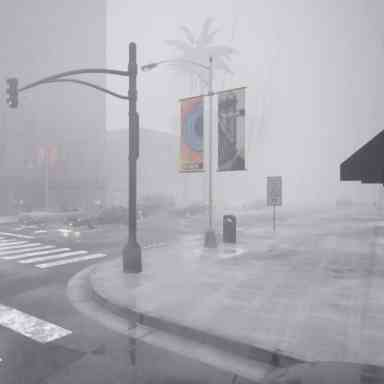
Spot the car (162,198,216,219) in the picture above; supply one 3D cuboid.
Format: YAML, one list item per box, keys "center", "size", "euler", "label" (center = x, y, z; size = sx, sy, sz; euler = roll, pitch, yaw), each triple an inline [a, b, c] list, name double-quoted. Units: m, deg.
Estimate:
- center: [-0.170, 1.515, 30.353]
  size: [1.882, 1.535, 5.008]
  euler: [0, 0, 35]
  label: "car"

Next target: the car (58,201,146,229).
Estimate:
- center: [-5.836, 1.568, 22.328]
  size: [2.033, 1.411, 5.357]
  euler: [0, 0, 35]
  label: "car"

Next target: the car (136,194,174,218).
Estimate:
- center: [-3.720, 1.252, 30.963]
  size: [2.150, 2.045, 5.566]
  euler: [0, 0, 35]
  label: "car"

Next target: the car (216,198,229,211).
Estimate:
- center: [2.662, 1.531, 39.983]
  size: [1.882, 1.535, 5.008]
  euler: [0, 0, 35]
  label: "car"

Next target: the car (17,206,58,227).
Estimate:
- center: [-9.356, 1.615, 22.989]
  size: [1.895, 1.301, 4.718]
  euler: [0, 0, 35]
  label: "car"

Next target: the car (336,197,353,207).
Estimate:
- center: [24.756, 1.620, 54.043]
  size: [2.128, 1.511, 4.902]
  euler: [0, 0, 35]
  label: "car"

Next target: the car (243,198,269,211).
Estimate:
- center: [8.093, 1.559, 42.026]
  size: [2.128, 1.511, 4.902]
  euler: [0, 0, 35]
  label: "car"

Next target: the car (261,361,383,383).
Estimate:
- center: [2.173, 1.551, 1.296]
  size: [4.403, 1.369, 2.008]
  euler: [0, 0, 36]
  label: "car"
